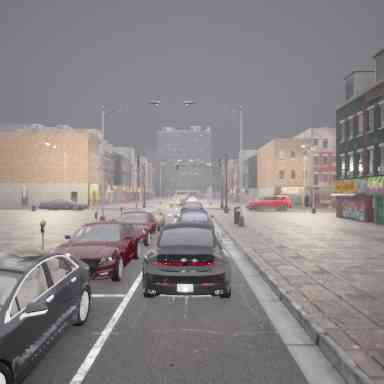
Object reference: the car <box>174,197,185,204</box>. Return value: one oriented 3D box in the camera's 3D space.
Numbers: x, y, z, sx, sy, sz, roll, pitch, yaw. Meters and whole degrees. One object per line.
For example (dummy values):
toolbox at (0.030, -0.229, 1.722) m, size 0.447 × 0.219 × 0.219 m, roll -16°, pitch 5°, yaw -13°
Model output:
car at (-2.572, 1.723, 69.140) m, size 2.008 × 1.369 × 4.403 m, roll 0°, pitch 0°, yaw 0°

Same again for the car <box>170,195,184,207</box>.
car at (-2.586, 1.637, 52.639) m, size 1.752 × 1.417 × 4.829 m, roll 0°, pitch 0°, yaw 0°

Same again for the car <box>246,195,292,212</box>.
car at (9.468, 1.414, 41.001) m, size 5.566 × 2.045 × 2.150 m, roll 1°, pitch 0°, yaw 0°

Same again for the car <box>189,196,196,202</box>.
car at (0.080, 1.751, 87.481) m, size 1.837 × 1.490 × 4.892 m, roll 0°, pitch 0°, yaw 0°

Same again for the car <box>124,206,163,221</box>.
car at (-2.619, 1.562, 15.358) m, size 1.887 × 1.381 × 4.507 m, roll 0°, pitch 0°, yaw 0°

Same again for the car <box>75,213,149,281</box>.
car at (-2.624, 1.554, 9.863) m, size 1.887 × 1.381 × 4.507 m, roll 0°, pitch 0°, yaw 0°

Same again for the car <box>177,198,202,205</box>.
car at (0.047, 1.516, 26.229) m, size 1.882 × 1.535 × 5.008 m, roll 0°, pitch 0°, yaw 0°

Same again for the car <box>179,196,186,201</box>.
car at (-2.552, 1.811, 90.917) m, size 1.887 × 1.381 × 4.507 m, roll 0°, pitch 0°, yaw 0°

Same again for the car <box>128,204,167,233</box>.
car at (-2.614, 1.552, 20.681) m, size 1.752 × 1.417 × 4.829 m, roll 0°, pitch 0°, yaw 0°

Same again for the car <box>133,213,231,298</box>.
car at (-0.069, 1.513, 8.517) m, size 1.837 × 1.490 × 4.892 m, roll 0°, pitch 0°, yaw 1°

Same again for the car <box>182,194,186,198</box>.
car at (-2.580, 1.446, 58.253) m, size 2.192 × 1.841 × 5.009 m, roll 0°, pitch 0°, yaw 0°

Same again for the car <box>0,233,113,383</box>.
car at (-2.629, 1.554, 4.369) m, size 2.008 × 1.369 × 4.403 m, roll 0°, pitch 0°, yaw 0°

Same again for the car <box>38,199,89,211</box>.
car at (-14.618, 1.510, 37.983) m, size 5.357 × 1.411 × 2.033 m, roll 0°, pitch 0°, yaw 2°

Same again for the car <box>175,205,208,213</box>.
car at (0.107, 1.544, 15.960) m, size 1.812 × 1.442 × 4.674 m, roll 0°, pitch 0°, yaw 0°

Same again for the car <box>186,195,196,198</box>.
car at (0.124, 1.667, 61.176) m, size 1.812 × 1.442 × 4.674 m, roll 0°, pitch 0°, yaw 0°
